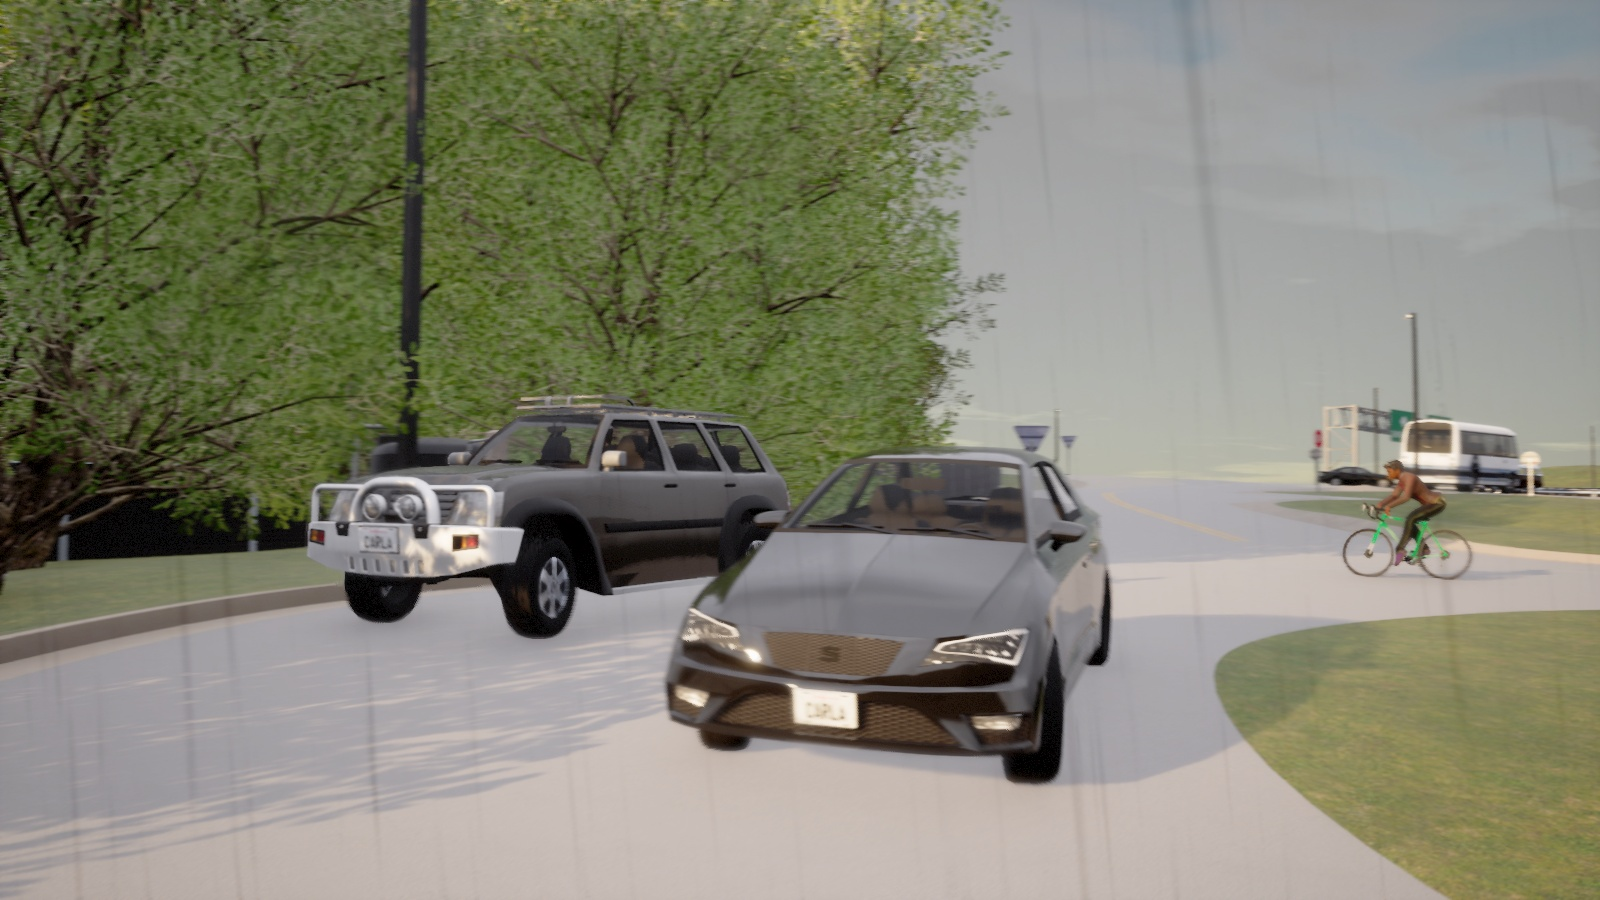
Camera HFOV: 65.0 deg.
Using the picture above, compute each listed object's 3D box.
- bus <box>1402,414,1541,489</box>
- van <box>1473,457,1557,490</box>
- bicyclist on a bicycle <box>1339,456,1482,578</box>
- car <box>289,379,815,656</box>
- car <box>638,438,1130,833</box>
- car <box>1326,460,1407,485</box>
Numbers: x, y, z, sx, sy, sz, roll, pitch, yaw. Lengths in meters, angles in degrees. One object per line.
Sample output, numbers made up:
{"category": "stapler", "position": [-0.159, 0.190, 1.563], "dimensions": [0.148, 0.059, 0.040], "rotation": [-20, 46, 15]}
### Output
{"category": "bus", "position": [41.609, 0.170, 77.587], "dimensions": [10.273, 4.253, 3.944], "rotation": [2, 0, -40]}
{"category": "van", "position": [48.287, 1.565, 84.870], "dimensions": [4.480, 2.038, 2.069], "rotation": [2, -1, 1]}
{"category": "bicyclist on a bicycle", "position": [8.320, 0.898, 17.164], "dimensions": [1.656, 1.620, 0.582], "rotation": [0, -1, 13]}
{"category": "car", "position": [-1.840, 0.499, 10.912], "dimensions": [1.932, 1.855, 4.605], "rotation": [-1, -1, 30]}
{"category": "car", "position": [0.817, 0.725, 7.312], "dimensions": [1.816, 1.474, 4.193], "rotation": [1, 2, 19]}
{"category": "car", "position": [39.653, 1.589, 88.026], "dimensions": [5.008, 1.535, 1.882], "rotation": [2, -2, 18]}
